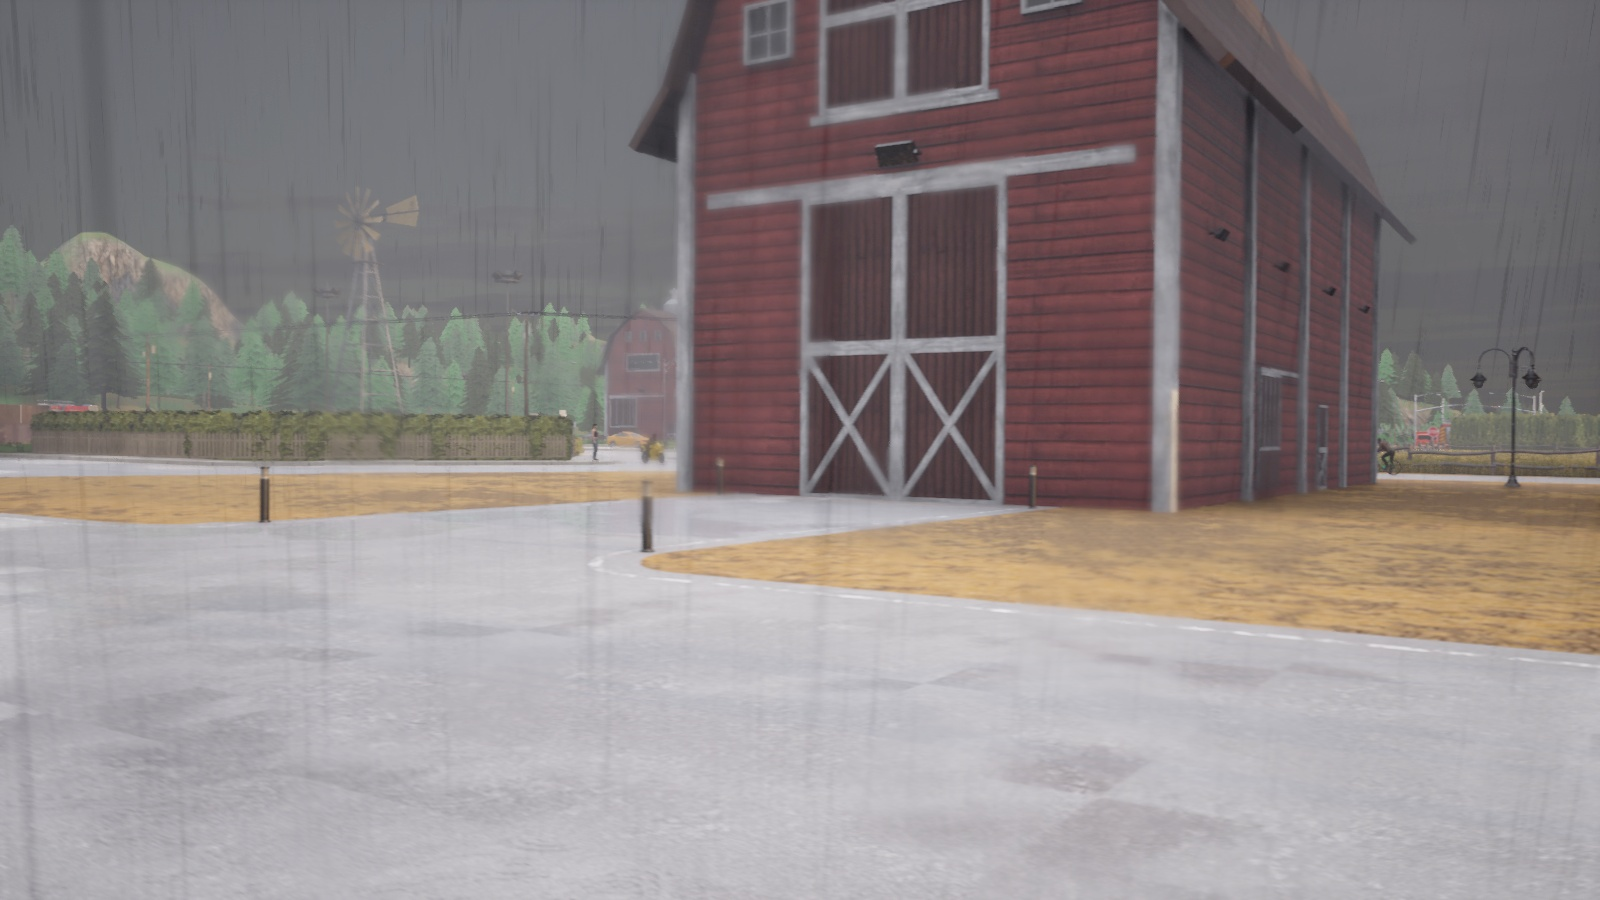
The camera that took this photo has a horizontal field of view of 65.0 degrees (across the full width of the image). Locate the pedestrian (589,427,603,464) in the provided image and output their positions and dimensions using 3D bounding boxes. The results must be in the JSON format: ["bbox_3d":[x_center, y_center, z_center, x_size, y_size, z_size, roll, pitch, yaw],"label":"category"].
[{"bbox_3d":[-9.925,-0.218,61.132,0.594,1.836,0.345,0,1,11],"label":"pedestrian"}]

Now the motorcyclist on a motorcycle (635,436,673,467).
[{"bbox_3d":[-7.308,0.063,62.760,0.797,1.523,2.044,-1,1,-42],"label":"motorcyclist on a motorcycle"}]
